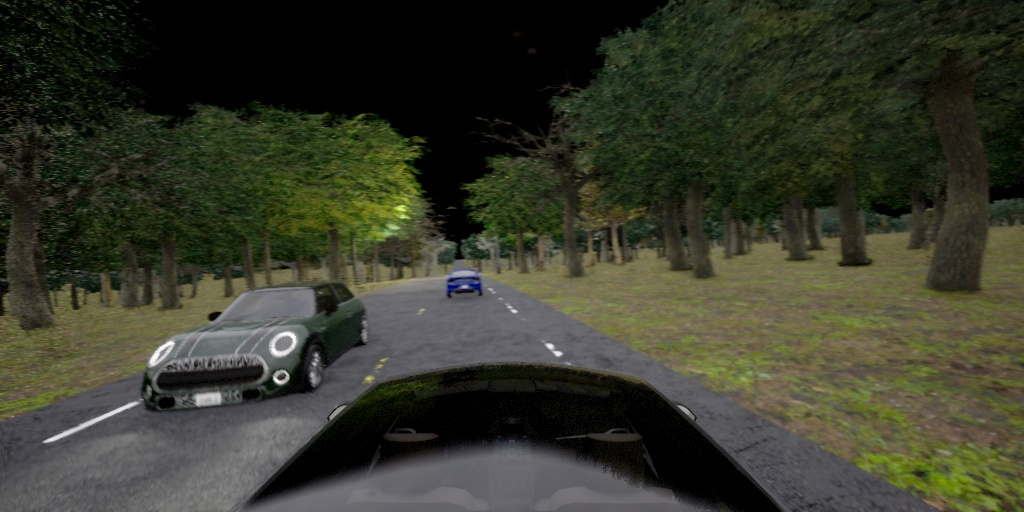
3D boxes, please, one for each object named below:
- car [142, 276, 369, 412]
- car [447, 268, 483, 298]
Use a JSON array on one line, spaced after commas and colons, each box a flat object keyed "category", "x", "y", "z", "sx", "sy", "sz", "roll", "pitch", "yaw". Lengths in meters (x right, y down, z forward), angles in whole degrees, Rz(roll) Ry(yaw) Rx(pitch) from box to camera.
[{"category": "car", "x": -4.385, "y": 1.337, "z": 6.996, "sx": 2.097, "sy": 1.767, "sz": 4.553, "roll": -3, "pitch": 0, "yaw": -8}, {"category": "car", "x": -2.747, "y": 1.466, "z": 20.786, "sx": 1.882, "sy": 1.535, "sz": 5.008, "roll": -3, "pitch": -1, "yaw": -7}]
